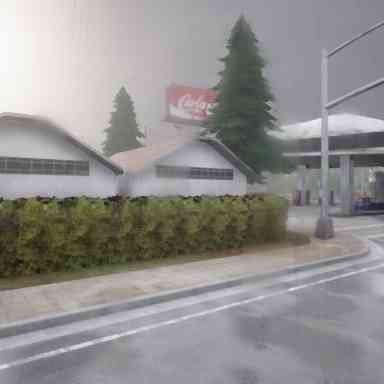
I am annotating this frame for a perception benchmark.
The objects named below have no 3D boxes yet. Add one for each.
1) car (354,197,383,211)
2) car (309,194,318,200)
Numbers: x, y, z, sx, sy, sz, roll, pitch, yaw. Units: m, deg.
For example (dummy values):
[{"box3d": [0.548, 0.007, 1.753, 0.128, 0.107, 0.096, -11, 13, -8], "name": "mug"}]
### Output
[{"box3d": [21.165, 1.478, 39.592, 4.611, 1.667, 2.242, 0, 0, -36], "name": "car"}, {"box3d": [32.196, 1.326, 89.093, 2.152, 1.636, 5.027, 0, 0, -36], "name": "car"}]
